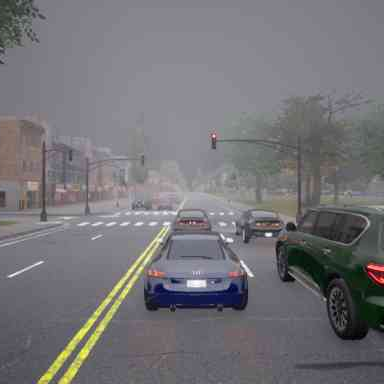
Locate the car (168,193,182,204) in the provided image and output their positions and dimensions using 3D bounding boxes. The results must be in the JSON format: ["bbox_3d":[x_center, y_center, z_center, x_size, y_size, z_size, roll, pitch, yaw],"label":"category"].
[{"bbox_3d":[-3.433,1.202,61.195,2.150,2.045,5.566,0,0,0],"label":"car"}]

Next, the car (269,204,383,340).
[{"bbox_3d":[3.314,1.235,6.677,2.150,2.045,5.566,0,0,0],"label":"car"}]

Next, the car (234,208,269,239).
[{"bbox_3d":[3.263,1.581,16.539,1.837,1.490,4.892,0,0,0],"label":"car"}]

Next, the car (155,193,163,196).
[{"bbox_3d":[-6.707,1.232,58.052,2.150,2.045,5.566,0,0,-2],"label":"car"}]

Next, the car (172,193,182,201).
[{"bbox_3d":[-3.394,1.181,77.146,2.097,1.767,4.553,0,0,0],"label":"car"}]

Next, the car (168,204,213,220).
[{"bbox_3d":[0.010,1.582,16.711,1.837,1.490,4.892,0,0,1],"label":"car"}]

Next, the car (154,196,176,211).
[{"bbox_3d":[-3.427,1.619,42.915,1.837,1.490,4.892,0,1,0],"label":"car"}]

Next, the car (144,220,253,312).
[{"bbox_3d":[0.066,1.583,7.824,1.994,1.385,4.181,0,0,0],"label":"car"}]

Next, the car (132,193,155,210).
[{"bbox_3d":[-6.685,1.330,44.851,2.150,2.045,5.566,0,0,0],"label":"car"}]
